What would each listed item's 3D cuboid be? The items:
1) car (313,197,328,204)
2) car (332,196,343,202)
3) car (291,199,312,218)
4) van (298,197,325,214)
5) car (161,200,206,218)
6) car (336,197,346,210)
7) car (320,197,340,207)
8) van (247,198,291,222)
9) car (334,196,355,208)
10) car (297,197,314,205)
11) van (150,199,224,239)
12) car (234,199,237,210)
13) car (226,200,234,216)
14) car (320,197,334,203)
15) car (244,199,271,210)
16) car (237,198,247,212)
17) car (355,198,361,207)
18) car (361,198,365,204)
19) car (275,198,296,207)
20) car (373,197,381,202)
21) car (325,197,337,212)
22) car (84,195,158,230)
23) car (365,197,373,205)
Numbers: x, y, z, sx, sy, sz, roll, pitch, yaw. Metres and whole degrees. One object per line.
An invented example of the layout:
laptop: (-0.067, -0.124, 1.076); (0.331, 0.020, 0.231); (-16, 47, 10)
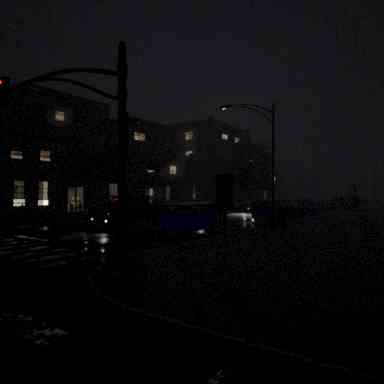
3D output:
car: (27.881, 1.732, 72.050); (1.752, 1.417, 4.829); (0, 0, 35)
car: (37.511, 1.716, 85.737); (1.967, 1.590, 4.097); (0, 0, 35)
car: (9.406, 1.657, 31.223); (1.887, 1.381, 4.507); (0, 0, 35)
van: (12.584, 1.471, 35.740); (1.690, 1.788, 3.998); (0, 0, 35)
car: (-0.713, 1.562, 31.405); (1.752, 1.417, 4.829); (0, 0, 35)
car: (18.937, 1.731, 44.772); (1.947, 1.339, 4.313); (0, 0, 35)
car: (22.750, 1.660, 54.690); (1.882, 1.535, 5.008); (0, 0, 35)
van: (6.230, 1.438, 26.708); (1.690, 1.788, 3.998); (0, 0, 35)
car: (22.116, 1.499, 49.289); (2.192, 1.841, 5.009); (0, 0, 35)
car: (21.625, 1.709, 63.157); (1.887, 1.381, 4.507); (0, 0, 35)
van: (-0.125, 1.409, 17.675); (1.690, 1.788, 3.998); (0, 0, 35)
car: (5.740, 1.510, 40.577); (1.967, 1.590, 4.097); (0, 0, 35)
car: (1.528, 1.534, 30.081); (1.882, 1.535, 5.008); (0, 0, 35)
car: (31.156, 1.796, 76.705); (1.947, 1.339, 4.313); (0, 0, 35)
car: (8.917, 1.632, 45.093); (1.887, 1.381, 4.507); (0, 0, 35)
car: (7.657, 1.580, 38.772); (2.128, 1.511, 4.902); (0, 0, 35)
car: (25.293, 1.519, 53.805); (2.192, 1.841, 5.009); (0, 0, 35)
car: (28.567, 1.750, 58.460); (1.752, 1.417, 4.829); (0, 0, 35)
car: (15.271, 1.669, 54.124); (1.887, 1.381, 4.507); (0, 0, 35)
car: (44.355, 1.901, 80.901); (1.947, 1.339, 4.313); (0, 0, 35)
car: (15.858, 1.673, 40.395); (1.752, 1.417, 4.829); (0, 0, 35)
car: (-4.284, 1.251, 21.820); (2.150, 2.045, 5.566); (0, 0, 35)
car: (34.823, 1.812, 67.353); (1.887, 1.381, 4.507); (0, 0, 35)
